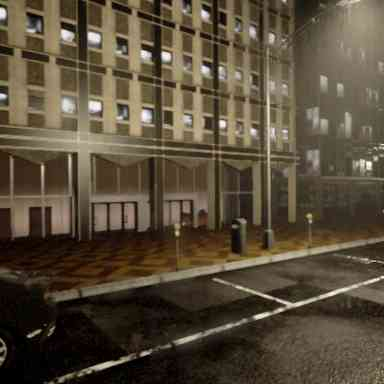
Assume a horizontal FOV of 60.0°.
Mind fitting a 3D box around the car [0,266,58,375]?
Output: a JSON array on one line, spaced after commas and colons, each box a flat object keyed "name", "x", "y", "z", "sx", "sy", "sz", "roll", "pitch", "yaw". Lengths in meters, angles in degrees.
[{"name": "car", "x": -3.902, "y": 1.554, "z": 3.787, "sx": 4.403, "sy": 1.369, "sz": 2.008, "roll": 0, "pitch": 0, "yaw": -36}]
